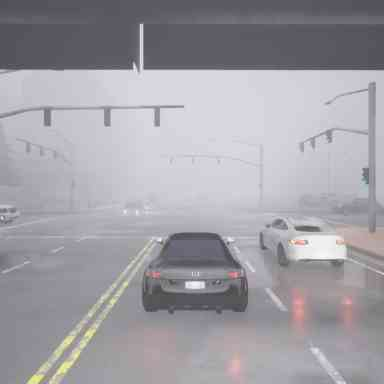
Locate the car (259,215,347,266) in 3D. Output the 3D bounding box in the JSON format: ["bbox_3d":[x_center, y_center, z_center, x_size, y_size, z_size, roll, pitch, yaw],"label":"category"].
[{"bbox_3d":[3.582,1.526,11.364,1.812,1.442,4.674,0,0,0],"label":"car"}]

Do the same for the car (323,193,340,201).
[{"bbox_3d":[33.495,1.153,80.000,1.932,1.855,4.605,0,0,0],"label":"car"}]

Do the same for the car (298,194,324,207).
[{"bbox_3d":[16.645,1.153,47.386,1.932,1.855,4.605,0,0,0],"label":"car"}]

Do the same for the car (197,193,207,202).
[{"bbox_3d":[2.403,1.223,76.990,2.150,2.045,5.566,0,0,0],"label":"car"}]

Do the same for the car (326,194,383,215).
[{"bbox_3d":[16.354,1.352,33.157,4.553,1.767,2.097,0,0,1],"label":"car"}]

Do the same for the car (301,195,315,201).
[{"bbox_3d":[27.916,1.395,79.934,1.970,1.475,3.806,0,0,0],"label":"car"}]

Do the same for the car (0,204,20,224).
[{"bbox_3d":[-14.617,1.221,22.241,5.566,2.045,2.150,0,0,-1],"label":"car"}]

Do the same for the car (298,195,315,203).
[{"bbox_3d":[22.193,1.395,64.815,1.970,1.475,3.806,0,0,0],"label":"car"}]

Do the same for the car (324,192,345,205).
[{"bbox_3d":[19.540,1.156,47.340,1.905,1.878,3.866,0,0,0],"label":"car"}]

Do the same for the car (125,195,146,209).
[{"bbox_3d":[-7.994,1.478,46.136,1.882,1.535,5.008,0,0,0],"label":"car"}]

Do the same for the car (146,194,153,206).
[{"bbox_3d":[-8.044,1.526,55.416,1.812,1.442,4.674,0,0,0],"label":"car"}]

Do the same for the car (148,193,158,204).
[{"bbox_3d":[-8.051,1.221,66.069,2.150,2.045,5.566,0,0,0],"label":"car"}]

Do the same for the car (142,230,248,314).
[{"bbox_3d":[0.067,1.564,7.704,1.994,1.385,4.181,0,0,0],"label":"car"}]

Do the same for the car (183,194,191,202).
[{"bbox_3d":[-1.097,1.593,76.964,1.895,1.301,4.718,0,0,0],"label":"car"}]

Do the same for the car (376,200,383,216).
[{"bbox_3d":[19.150,1.601,29.626,4.718,1.301,1.895,0,0,1],"label":"car"}]

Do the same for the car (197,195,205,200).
[{"bbox_3d":[2.344,1.378,86.058,1.994,1.385,4.181,0,0,0],"label":"car"}]

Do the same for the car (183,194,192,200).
[{"bbox_3d":[-1.156,1.351,86.035,2.128,1.511,4.902,0,0,0],"label":"car"}]

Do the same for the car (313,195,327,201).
[{"bbox_3d":[30.811,1.364,79.942,1.784,1.438,3.905,0,0,0],"label":"car"}]
